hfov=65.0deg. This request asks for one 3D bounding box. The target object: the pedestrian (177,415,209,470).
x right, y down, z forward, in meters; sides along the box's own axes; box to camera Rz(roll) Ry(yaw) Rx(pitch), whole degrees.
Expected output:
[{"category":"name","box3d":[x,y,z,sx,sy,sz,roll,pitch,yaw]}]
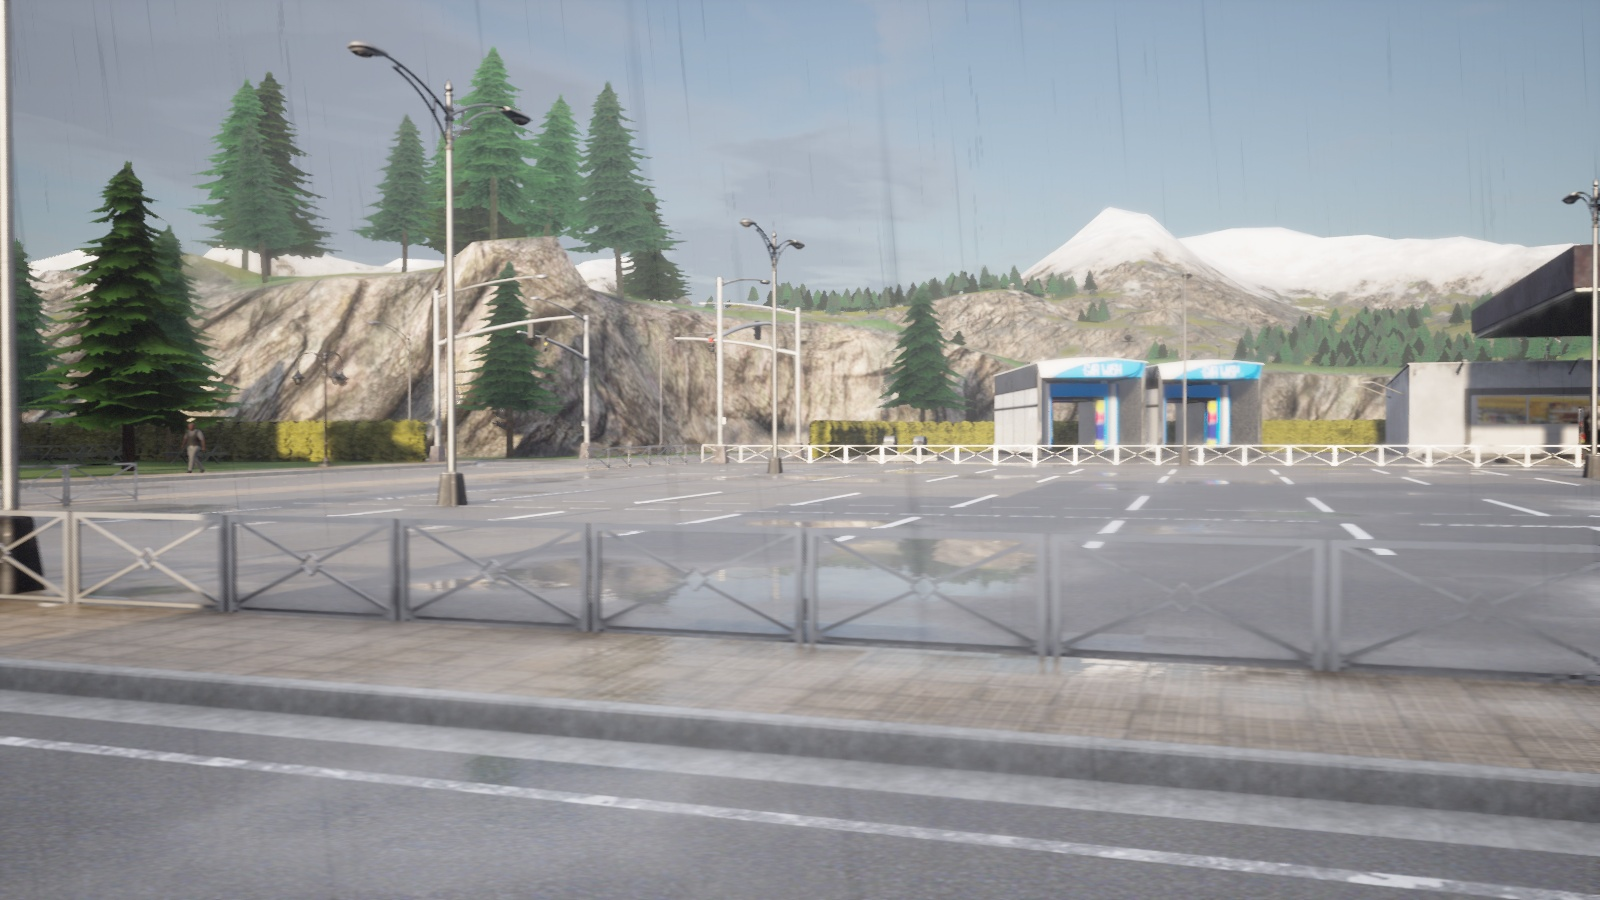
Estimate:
[{"category":"pedestrian","box3d":[-20.818,-0.271,43.104,0.563,1.883,0.849,0,1,16]}]
